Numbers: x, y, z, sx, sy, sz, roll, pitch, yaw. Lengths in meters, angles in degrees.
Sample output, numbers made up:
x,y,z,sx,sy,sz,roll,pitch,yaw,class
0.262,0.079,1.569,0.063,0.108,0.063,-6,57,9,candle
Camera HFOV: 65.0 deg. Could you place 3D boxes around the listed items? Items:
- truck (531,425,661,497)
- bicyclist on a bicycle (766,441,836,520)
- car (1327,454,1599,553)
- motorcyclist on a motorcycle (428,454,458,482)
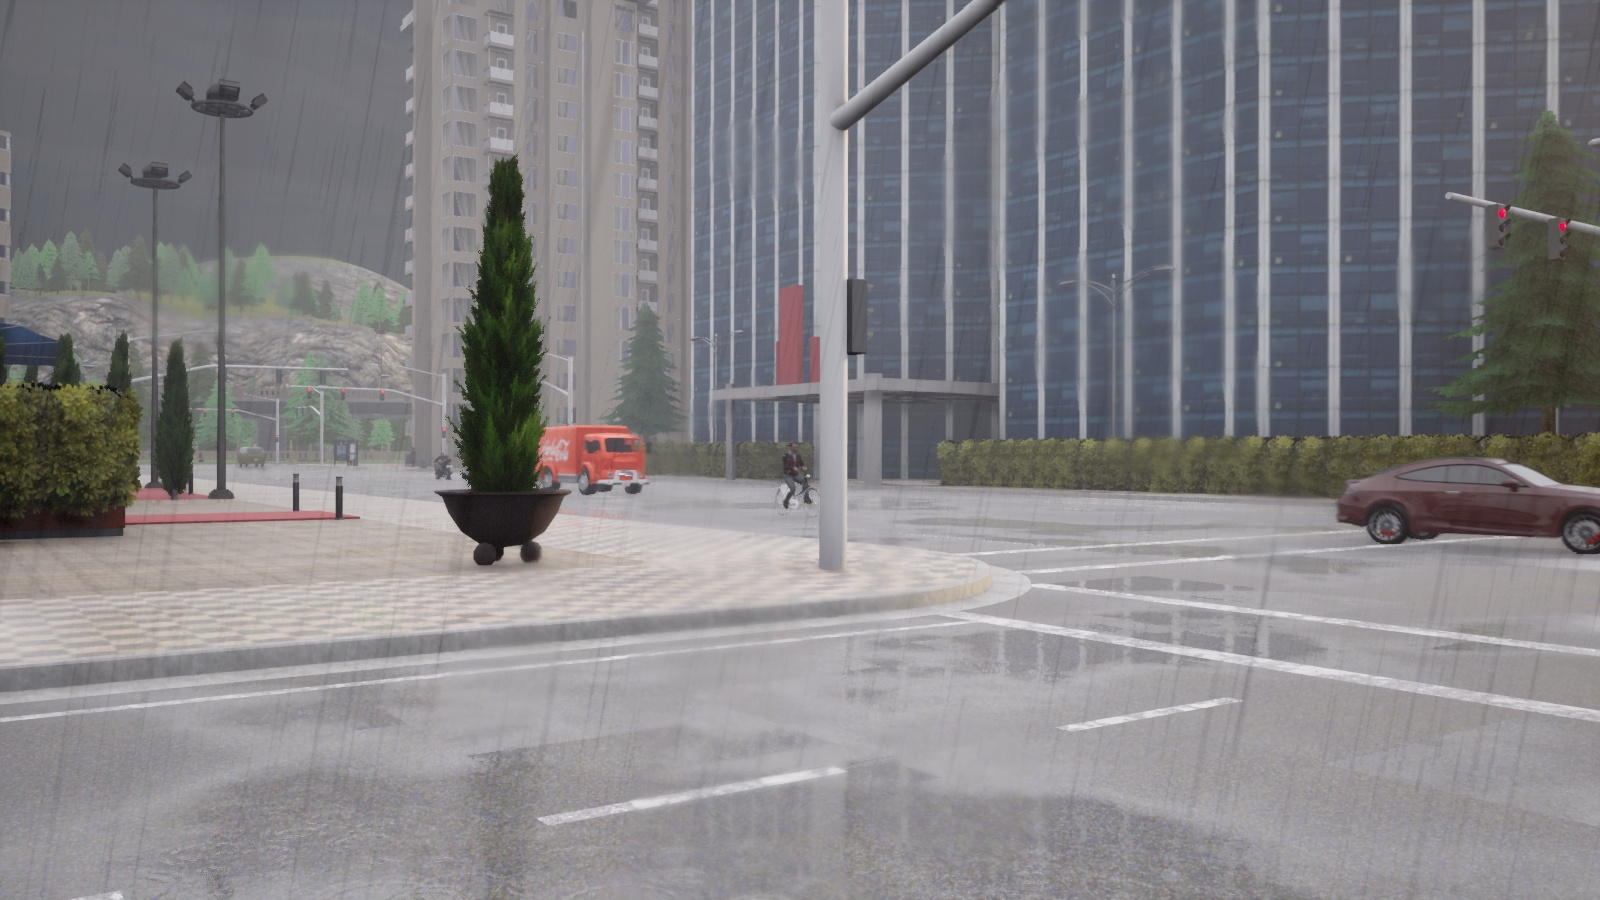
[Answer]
x,y,z,sx,sy,sz,roll,pitch,yaw,class
-7.493,0.386,45.675,2.627,2.467,5.204,0,0,-35,truck
0.013,0.686,28.978,0.659,1.776,1.843,0,0,-35,bicyclist on a bicycle
11.244,0.796,20.311,4.674,1.442,1.812,0,0,44,car
-19.588,0.990,68.870,0.866,1.530,2.191,0,0,-35,motorcyclist on a motorcycle
